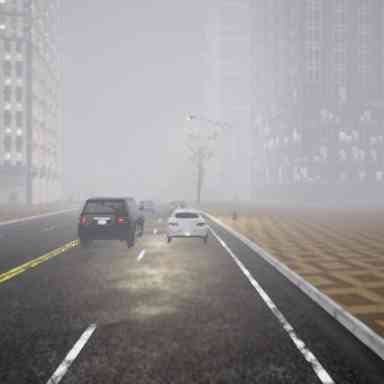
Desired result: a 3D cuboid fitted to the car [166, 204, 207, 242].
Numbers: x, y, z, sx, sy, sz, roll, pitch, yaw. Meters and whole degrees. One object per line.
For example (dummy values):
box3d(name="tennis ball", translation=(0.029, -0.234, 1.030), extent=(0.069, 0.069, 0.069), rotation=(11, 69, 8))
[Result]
box3d(name="car", translation=(-0.283, 1.526, 16.333), extent=(1.812, 1.442, 4.674), rotation=(0, 0, -2))

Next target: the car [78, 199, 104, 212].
box3d(name="car", translation=(-11.977, 1.557, 39.764), extent=(2.033, 1.411, 5.357), rotation=(0, 0, -6))

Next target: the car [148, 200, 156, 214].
box3d(name="car", translation=(-4.804, 1.552, 35.100), extent=(2.033, 1.411, 5.357), rotation=(0, 0, -5))

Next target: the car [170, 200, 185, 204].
box3d(name="car", translation=(-1.485, 1.551, 34.487), extent=(2.033, 1.411, 5.357), rotation=(0, 0, -5))

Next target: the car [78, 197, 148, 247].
box3d(name="car", translation=(-3.477, 1.223, 15.168), extent=(2.150, 2.045, 5.566), rotation=(0, 0, -2))

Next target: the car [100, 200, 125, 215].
box3d(name="car", translation=(-8.257, 1.570, 34.935), extent=(1.994, 1.385, 4.181), rotation=(0, 0, -5))
